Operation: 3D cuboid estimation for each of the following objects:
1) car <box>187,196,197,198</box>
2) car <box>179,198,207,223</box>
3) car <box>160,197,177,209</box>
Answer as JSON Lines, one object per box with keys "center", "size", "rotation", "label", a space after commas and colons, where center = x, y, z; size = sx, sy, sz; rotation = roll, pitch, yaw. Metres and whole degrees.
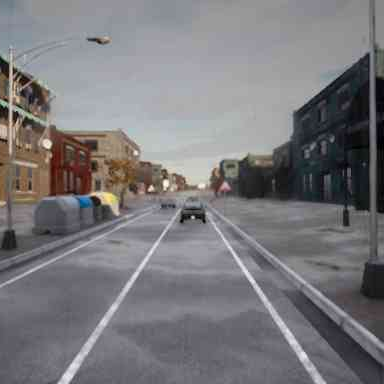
{"center": [0.026, 1.371, 49.344], "size": [2.033, 1.649, 4.856], "rotation": [0, 1, 1], "label": "car"}
{"center": [0.077, 1.455, 25.237], "size": [1.837, 1.490, 4.892], "rotation": [0, 1, 0], "label": "car"}
{"center": [-3.084, 1.452, 44.136], "size": [1.837, 1.490, 4.892], "rotation": [0, 0, 0], "label": "car"}
